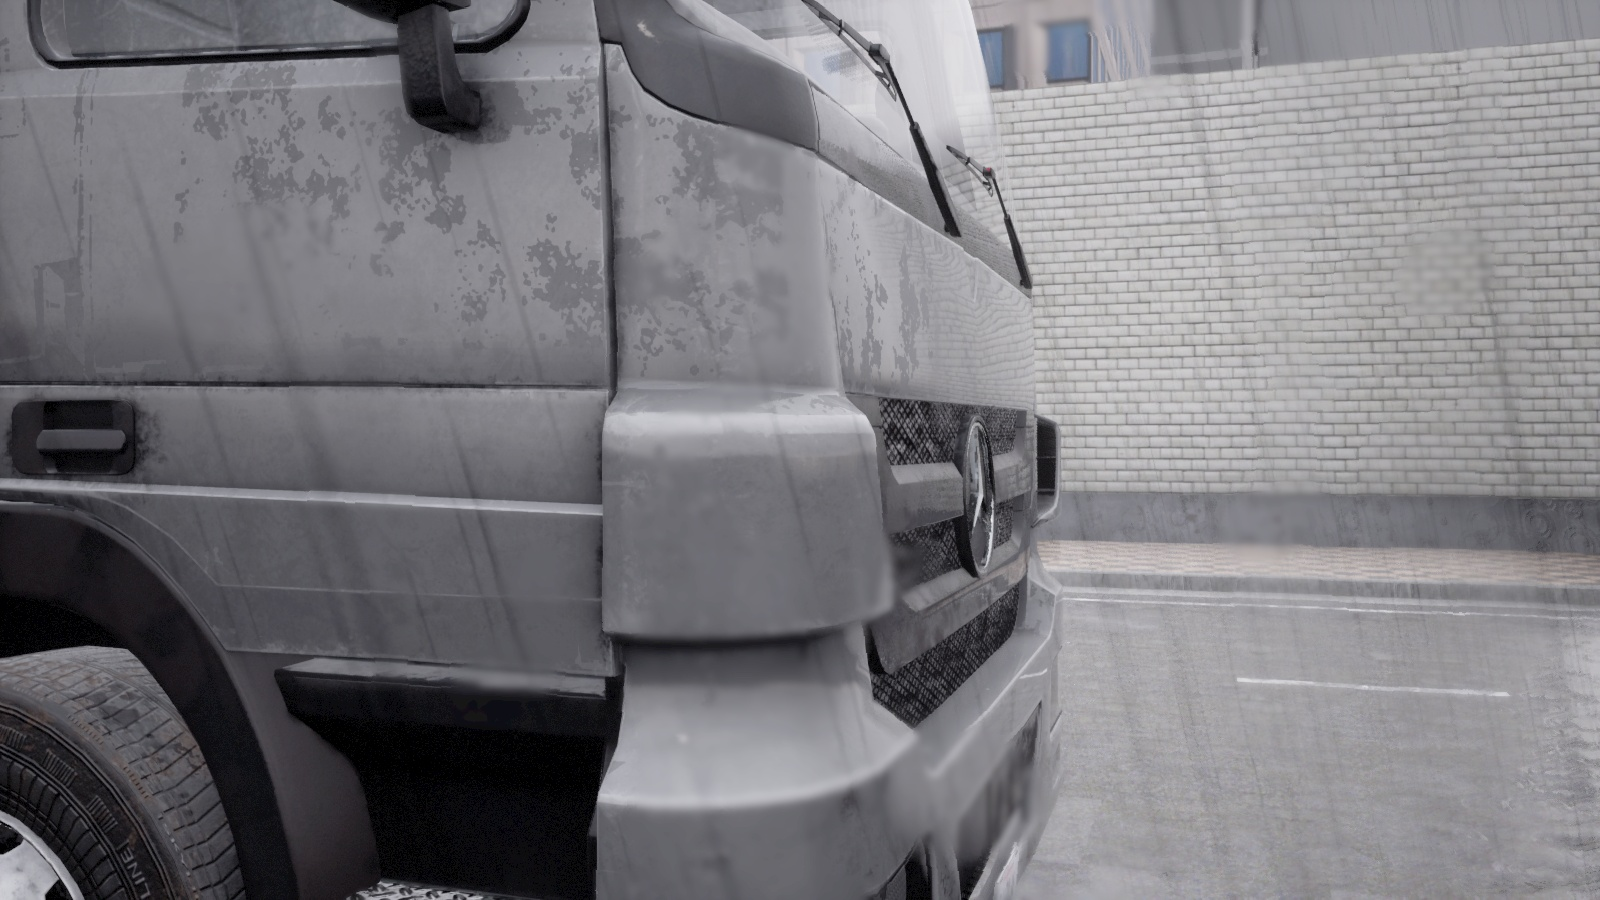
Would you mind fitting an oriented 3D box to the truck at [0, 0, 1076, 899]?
[{"bbox_3d":[-3.267,-0.236,4.278,7.936,3.462,2.891,1,1,19],"label":"truck"}]
